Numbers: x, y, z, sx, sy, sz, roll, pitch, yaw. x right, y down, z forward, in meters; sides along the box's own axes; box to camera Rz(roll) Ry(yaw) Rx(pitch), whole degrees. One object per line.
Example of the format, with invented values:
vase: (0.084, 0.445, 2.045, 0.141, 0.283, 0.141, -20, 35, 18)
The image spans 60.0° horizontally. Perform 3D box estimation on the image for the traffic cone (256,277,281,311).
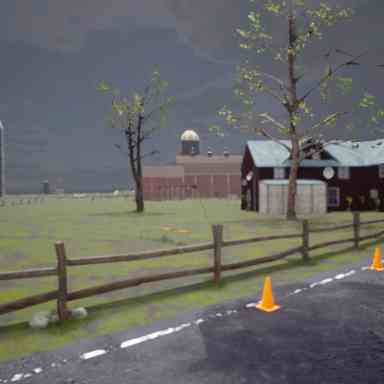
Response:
traffic cone: (1.468, 1.931, 6.419, 0.340, 0.580, 0.340, -1, 0, -38)

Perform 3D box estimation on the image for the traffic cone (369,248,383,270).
traffic cone: (5.299, 1.897, 9.500, 0.340, 0.580, 0.340, -1, 0, -40)
